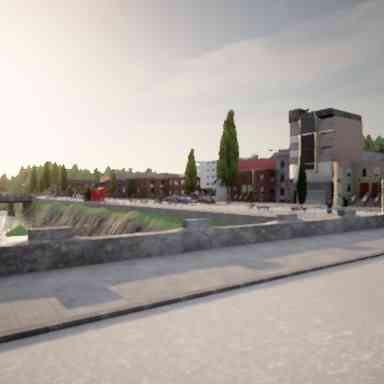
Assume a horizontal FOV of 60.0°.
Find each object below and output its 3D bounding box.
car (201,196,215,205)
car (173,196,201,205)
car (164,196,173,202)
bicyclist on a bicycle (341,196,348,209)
[{"bbox_3d":[2.320,1.514,60.331,1.812,1.442,4.674,0,0,-35],"label":"car"},{"bbox_3d":[-0.897,1.514,57.789,1.812,1.442,4.674,0,0,-35],"label":"car"},{"bbox_3d":[-4.057,1.427,69.202,1.994,1.385,4.181,0,0,-35],"label":"car"},{"bbox_3d":[19.773,1.336,43.165,1.656,1.620,0.582,0,0,-35],"label":"bicyclist on a bicycle"}]
